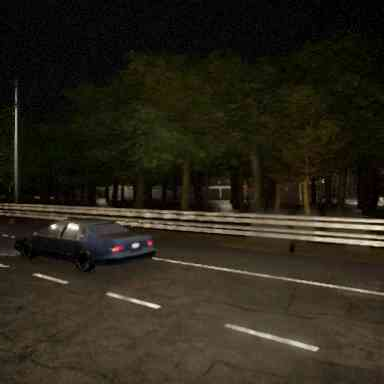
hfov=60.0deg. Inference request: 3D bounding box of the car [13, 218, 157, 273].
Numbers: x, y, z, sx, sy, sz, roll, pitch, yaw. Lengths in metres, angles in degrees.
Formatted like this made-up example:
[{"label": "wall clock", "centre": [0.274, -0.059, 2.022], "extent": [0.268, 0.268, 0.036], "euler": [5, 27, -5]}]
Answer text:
[{"label": "car", "centre": [-3.620, 1.549, 10.755], "extent": [5.357, 1.411, 2.033], "euler": [0, 0, 36]}]
